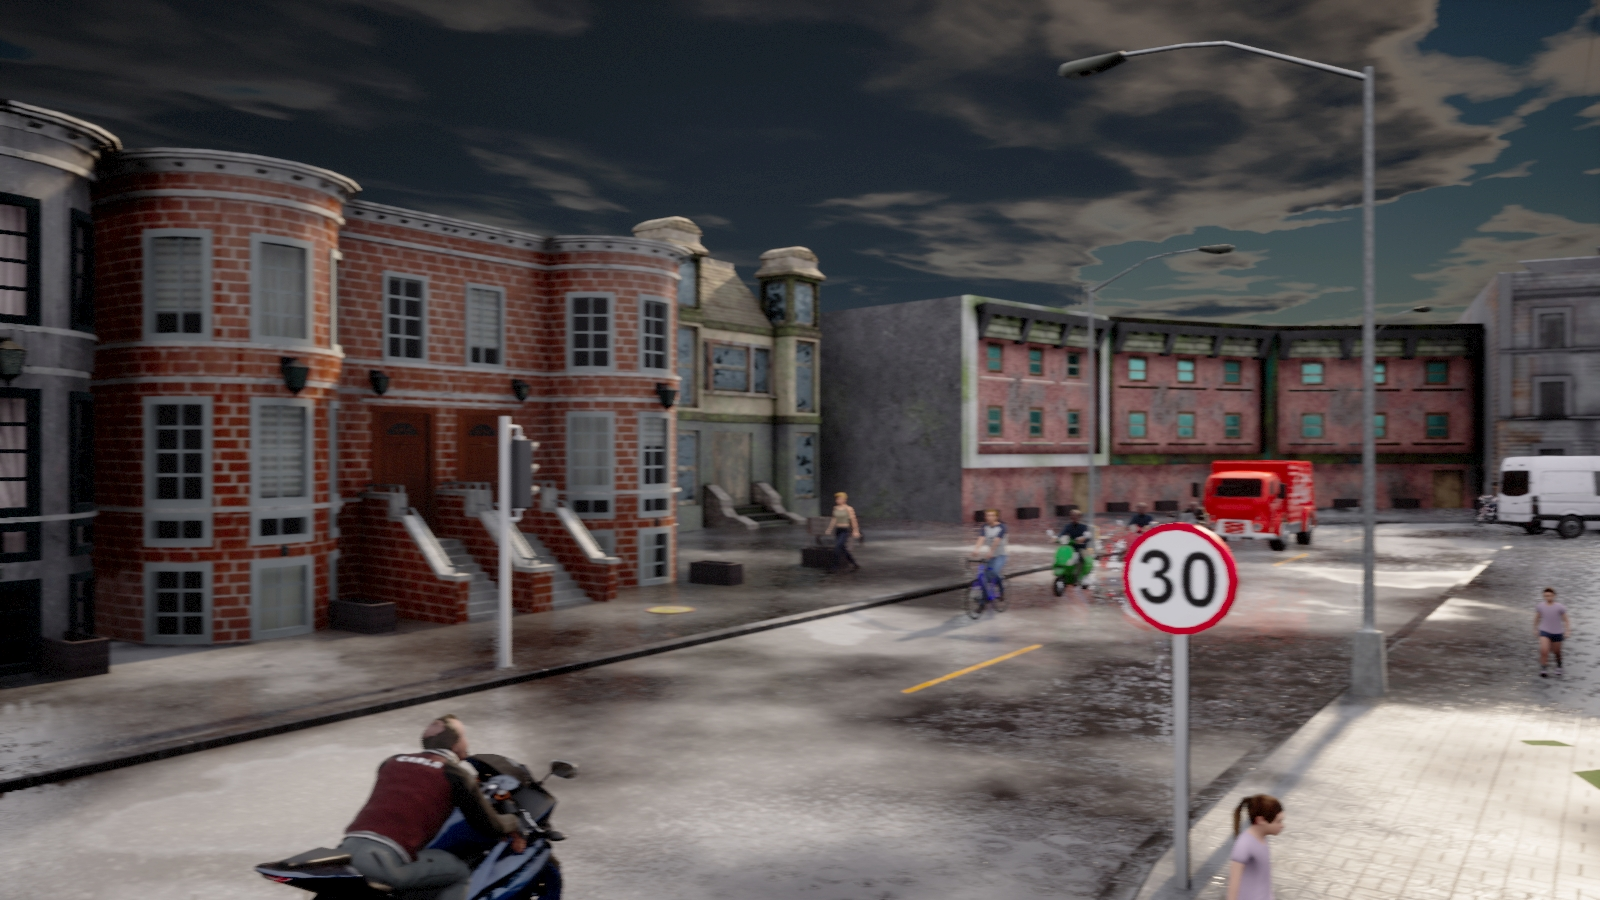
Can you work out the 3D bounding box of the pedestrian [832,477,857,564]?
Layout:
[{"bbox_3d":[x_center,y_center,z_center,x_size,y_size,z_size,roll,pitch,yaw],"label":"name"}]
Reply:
[{"bbox_3d":[0.962,1.514,24.768,0.375,1.860,0.375,0,0,43],"label":"pedestrian"}]

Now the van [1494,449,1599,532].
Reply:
[{"bbox_3d":[25.610,1.273,36.260,5.915,2.561,1.988,0,-2,1],"label":"van"}]

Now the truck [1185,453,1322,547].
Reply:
[{"bbox_3d":[13.184,1.320,33.028,2.627,2.467,5.204,0,0,34],"label":"truck"}]

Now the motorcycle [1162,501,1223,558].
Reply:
[{"bbox_3d":[9.853,1.962,28.614,0.867,1.251,2.209,0,0,35],"label":"motorcycle"}]

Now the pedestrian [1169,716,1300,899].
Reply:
[{"bbox_3d":[2.064,1.892,5.416,0.500,1.100,0.500,0,0,31],"label":"pedestrian"}]

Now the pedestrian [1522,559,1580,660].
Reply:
[{"bbox_3d":[8.922,1.882,13.573,0.500,1.100,0.500,0,0,42],"label":"pedestrian"}]

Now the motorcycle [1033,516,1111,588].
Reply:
[{"bbox_3d":[5.301,1.947,22.175,0.856,1.236,1.805,0,0,36],"label":"motorcycle"}]

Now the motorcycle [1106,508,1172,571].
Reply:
[{"bbox_3d":[7.512,1.943,25.246,0.856,1.236,1.805,0,0,36],"label":"motorcycle"}]

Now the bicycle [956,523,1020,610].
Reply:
[{"bbox_3d":[3.175,1.924,19.212,0.373,1.296,1.643,0,0,36],"label":"bicycle"}]

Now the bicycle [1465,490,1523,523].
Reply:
[{"bbox_3d":[24.460,1.995,40.285,1.487,1.080,0.859,0,2,3],"label":"bicycle"}]
